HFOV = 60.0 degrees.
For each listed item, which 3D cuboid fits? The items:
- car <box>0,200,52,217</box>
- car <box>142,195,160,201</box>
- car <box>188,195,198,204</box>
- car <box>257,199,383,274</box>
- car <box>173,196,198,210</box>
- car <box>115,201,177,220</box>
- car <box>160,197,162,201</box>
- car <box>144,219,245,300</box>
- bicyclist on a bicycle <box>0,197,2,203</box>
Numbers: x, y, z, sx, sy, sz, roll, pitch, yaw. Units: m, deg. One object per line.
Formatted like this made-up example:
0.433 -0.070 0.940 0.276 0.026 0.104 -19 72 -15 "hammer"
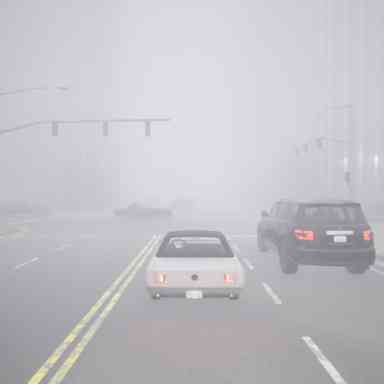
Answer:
-15.750 1.489 31.114 4.902 1.511 2.128 0 0 -3 "car"
-7.011 1.348 55.218 2.097 1.767 4.553 0 0 0 "car"
0.190 1.472 67.202 1.882 1.535 5.008 0 0 0 "car"
3.589 1.221 10.699 2.150 2.045 5.566 0 0 0 "car"
-1.136 1.488 42.192 2.128 1.511 4.902 0 0 21 "car"
-3.883 1.598 27.592 4.718 1.301 1.895 0 0 0 "car"
-6.936 1.542 65.737 2.033 1.411 5.357 0 0 1 "car"
0.072 1.600 8.346 1.895 1.301 4.718 0 0 1 "car"
-26.356 1.298 45.380 0.582 1.620 1.656 0 0 0 "bicyclist on a bicycle"
